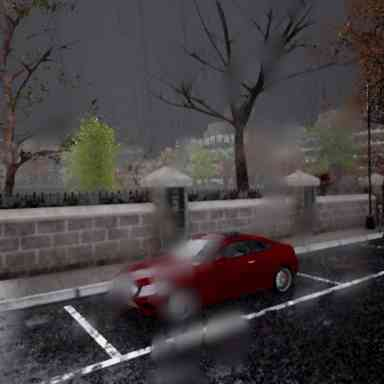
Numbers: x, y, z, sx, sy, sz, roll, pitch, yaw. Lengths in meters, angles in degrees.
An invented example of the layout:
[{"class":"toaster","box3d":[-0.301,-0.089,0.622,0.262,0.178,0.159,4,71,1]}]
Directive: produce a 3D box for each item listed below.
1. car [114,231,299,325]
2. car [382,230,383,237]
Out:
[{"class":"car","box3d":[0.500,1.513,6.926,4.206,1.307,1.802,-1,0,-36]},{"class":"car","box3d":[9.366,1.282,13.263,4.829,1.417,1.752,-1,0,-36]}]
